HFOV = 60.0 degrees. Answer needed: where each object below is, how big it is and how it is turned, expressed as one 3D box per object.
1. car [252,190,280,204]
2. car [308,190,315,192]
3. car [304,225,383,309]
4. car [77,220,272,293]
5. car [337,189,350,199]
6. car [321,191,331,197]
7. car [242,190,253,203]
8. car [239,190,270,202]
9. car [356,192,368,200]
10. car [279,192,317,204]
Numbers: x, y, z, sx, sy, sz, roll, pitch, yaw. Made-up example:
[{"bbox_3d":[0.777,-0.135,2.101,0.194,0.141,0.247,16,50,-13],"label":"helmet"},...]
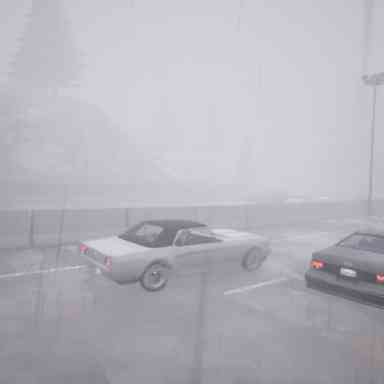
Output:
[{"bbox_3d":[9.065,0.776,36.126,2.128,1.511,4.902,3,2,42],"label":"car"},{"bbox_3d":[29.366,-0.150,82.067,1.994,1.385,4.181,2,2,21],"label":"car"},{"bbox_3d":[4.655,1.478,7.447,5.357,1.411,2.033,1,2,-40],"label":"car"},{"bbox_3d":[-0.174,1.354,8.188,4.718,1.301,1.895,1,2,-38],"label":"car"},{"bbox_3d":[31.988,0.296,70.333,2.150,2.045,5.566,3,2,25],"label":"car"},{"bbox_3d":[30.723,0.412,76.111,2.128,1.511,4.902,3,2,23],"label":"car"},{"bbox_3d":[8.573,0.617,40.818,1.882,1.535,5.008,3,2,40],"label":"car"},{"bbox_3d":[8.806,0.483,46.546,2.128,1.511,4.902,3,2,39],"label":"car"},{"bbox_3d":[34.208,0.723,66.918,1.882,1.535,5.008,3,2,27],"label":"car"},{"bbox_3d":[10.747,0.958,32.779,1.812,1.442,4.674,3,2,42],"label":"car"}]
